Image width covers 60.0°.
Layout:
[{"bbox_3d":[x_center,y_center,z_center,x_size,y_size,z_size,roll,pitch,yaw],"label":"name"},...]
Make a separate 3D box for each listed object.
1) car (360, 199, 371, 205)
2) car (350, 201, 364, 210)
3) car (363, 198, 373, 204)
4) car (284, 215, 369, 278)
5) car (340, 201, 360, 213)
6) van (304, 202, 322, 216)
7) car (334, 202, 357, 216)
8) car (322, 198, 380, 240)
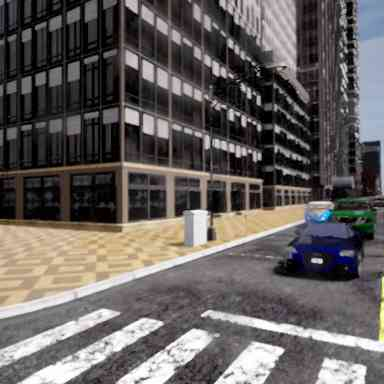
[{"bbox_3d":[37.489,2.195,71.910,1.802,1.307,4.206,-1,-1,31],"label":"car"},{"bbox_3d":[26.232,2.051,52.826,1.802,1.307,4.206,-1,-1,31],"label":"car"},{"bbox_3d":[43.117,2.267,81.452,1.802,1.307,4.206,-1,-1,31],"label":"car"},{"bbox_3d":[4.358,1.675,10.655,1.994,1.385,4.181,-1,-1,30],"label":"car"},{"bbox_3d":[20.603,1.947,43.284,2.008,1.369,4.403,-1,-1,31],"label":"car"},{"bbox_3d":[9.344,1.591,24.203,1.690,1.788,3.998,-1,-1,31],"label":"van"},{"bbox_3d":[17.789,1.926,38.513,1.947,1.339,4.313,-1,-1,31],"label":"car"},{"bbox_3d":[9.044,1.395,18.608,2.150,2.045,5.566,-1,-1,31],"label":"car"}]
